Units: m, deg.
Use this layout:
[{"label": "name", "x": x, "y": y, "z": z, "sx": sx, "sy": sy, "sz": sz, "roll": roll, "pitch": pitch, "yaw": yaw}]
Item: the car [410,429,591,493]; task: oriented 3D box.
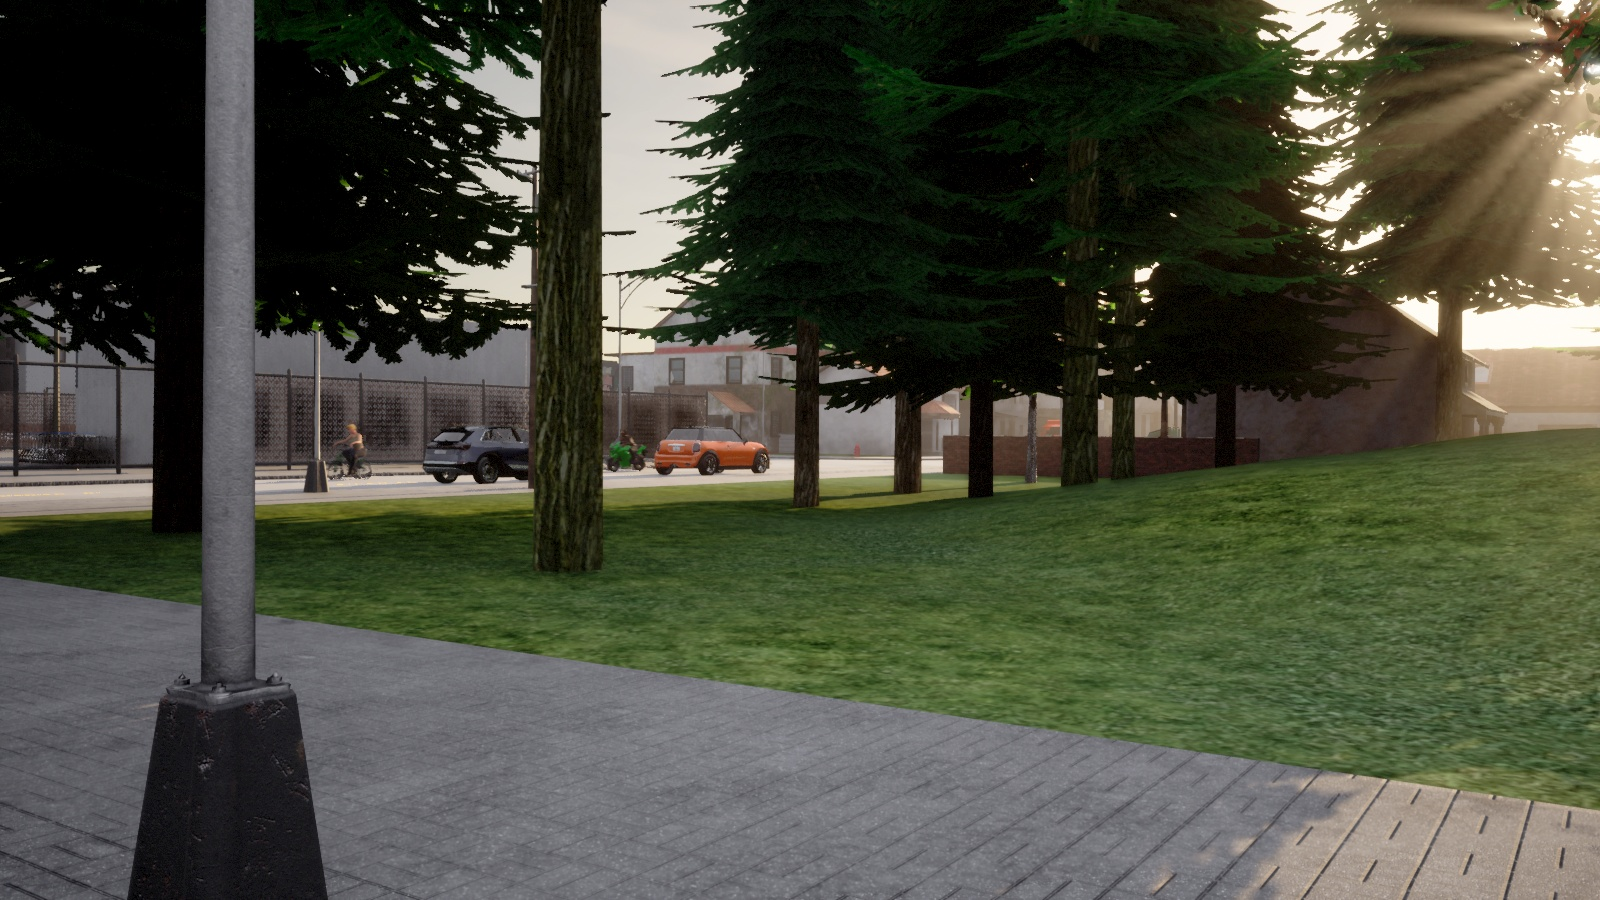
[{"label": "car", "x": -8.315, "y": 0.255, "z": 35.293, "sx": 2.033, "sy": 1.649, "sz": 4.856, "roll": 0, "pitch": 1, "yaw": 34}]

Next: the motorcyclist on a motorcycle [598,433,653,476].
[{"label": "motorcyclist on a motorcycle", "x": -6.321, "y": 0.149, "z": 45.532, "sx": 0.797, "sy": 1.523, "sz": 2.044, "roll": 0, "pitch": 1, "yaw": 34}]

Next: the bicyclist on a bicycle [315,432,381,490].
[{"label": "bicyclist on a bicycle", "x": -12.845, "y": 0.297, "z": 35.710, "sx": 0.866, "sy": 1.612, "sz": 1.509, "roll": 0, "pitch": 1, "yaw": 33}]

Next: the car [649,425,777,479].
[{"label": "car", "x": -2.931, "y": 0.024, "z": 43.387, "sx": 2.097, "sy": 1.767, "sz": 4.553, "roll": 0, "pitch": 1, "yaw": 33}]

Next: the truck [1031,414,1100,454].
[{"label": "truck", "x": 17.161, "y": -1.016, "z": 80.939, "sx": 2.627, "sy": 2.467, "sz": 5.204, "roll": 0, "pitch": 1, "yaw": 33}]
